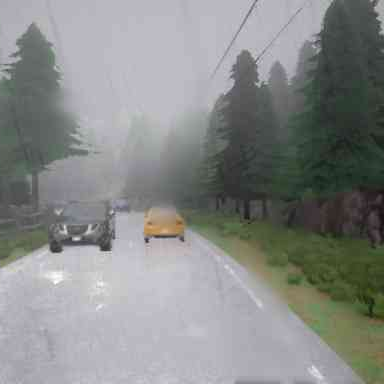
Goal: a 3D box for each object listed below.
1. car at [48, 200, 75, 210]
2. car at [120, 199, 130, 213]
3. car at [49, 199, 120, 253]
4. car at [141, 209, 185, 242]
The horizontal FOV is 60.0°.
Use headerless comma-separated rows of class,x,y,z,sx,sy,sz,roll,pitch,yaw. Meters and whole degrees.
car,-20.917,2.008,53.046,5.357,1.411,2.033,-1,-1,45
car,-9.239,1.659,41.080,2.097,1.767,4.553,0,0,-26
car,-4.566,1.340,14.672,2.150,2.045,5.566,0,0,-9
car,-1.572,1.590,17.169,1.882,1.535,5.008,0,0,-10
